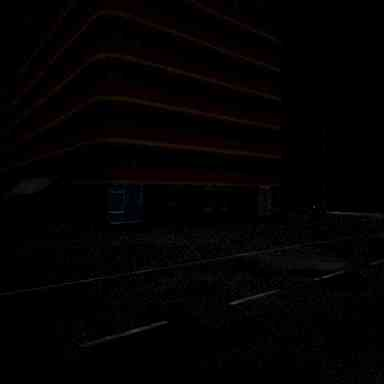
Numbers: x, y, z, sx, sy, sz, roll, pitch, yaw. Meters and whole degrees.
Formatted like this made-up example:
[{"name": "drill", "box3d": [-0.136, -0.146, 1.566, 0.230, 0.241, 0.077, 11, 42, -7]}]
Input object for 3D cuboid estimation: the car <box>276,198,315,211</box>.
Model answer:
[{"name": "car", "box3d": [12.509, 1.492, 40.026, 2.128, 1.511, 4.902, 0, 0, -38]}]
